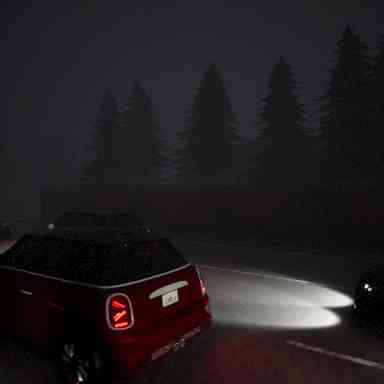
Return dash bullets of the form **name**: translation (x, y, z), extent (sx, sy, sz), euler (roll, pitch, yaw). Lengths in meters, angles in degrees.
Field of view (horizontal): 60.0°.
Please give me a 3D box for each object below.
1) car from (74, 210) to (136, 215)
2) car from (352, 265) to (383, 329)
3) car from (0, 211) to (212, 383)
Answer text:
- **car**: translation (-3.421, 1.355, 10.725), extent (4.553, 1.767, 2.097), euler (0, 0, 35)
- **car**: translation (4.713, 1.564, 4.926), extent (4.181, 1.385, 1.994), euler (0, 0, 36)
- **car**: translation (-2.002, 1.354, 5.412), extent (4.553, 1.767, 2.097), euler (0, 0, 35)
